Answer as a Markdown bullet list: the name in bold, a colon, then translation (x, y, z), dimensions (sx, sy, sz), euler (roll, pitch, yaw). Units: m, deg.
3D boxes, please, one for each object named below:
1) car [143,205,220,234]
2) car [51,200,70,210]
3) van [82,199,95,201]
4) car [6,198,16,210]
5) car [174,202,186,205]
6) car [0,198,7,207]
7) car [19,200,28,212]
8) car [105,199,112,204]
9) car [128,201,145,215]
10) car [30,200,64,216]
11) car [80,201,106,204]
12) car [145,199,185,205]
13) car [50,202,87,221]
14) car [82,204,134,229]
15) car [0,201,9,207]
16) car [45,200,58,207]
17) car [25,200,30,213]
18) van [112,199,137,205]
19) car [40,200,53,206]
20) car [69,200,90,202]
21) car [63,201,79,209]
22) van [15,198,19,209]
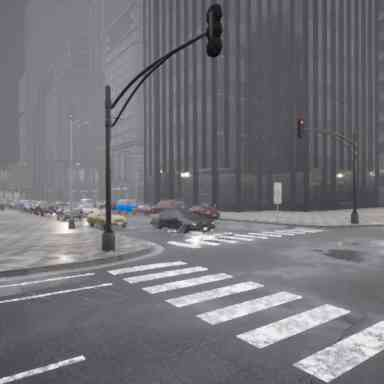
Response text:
- **car**: translation (-0.798, 1.776, 21.359), dimensions (2.033, 1.411, 5.357), euler (0, -1, -36)
- **car**: translation (-23.018, 2.270, 57.971), dimensions (1.882, 1.535, 5.008), euler (0, -1, -35)
- **van**: translation (-17.040, 2.036, 54.360), dimensions (1.690, 1.788, 3.998), euler (-1, 0, -35)
- **car**: translation (-31.913, 2.354, 60.529), dimensions (1.967, 1.590, 4.097), euler (-1, 0, -35)
- **car**: translation (0.597, 1.826, 29.446), dimensions (1.887, 1.381, 4.507), euler (-1, 0, -35)
- **car**: translation (-41.246, 2.667, 73.687), dimensions (1.887, 1.381, 4.507), euler (-1, 0, -35)
- **car**: translation (-23.328, 2.157, 48.429), dimensions (1.967, 1.590, 4.097), euler (-1, 0, -35)
- **car**: translation (-11.163, 1.873, 46.055), dimensions (2.192, 1.841, 5.009), euler (-1, 0, -35)
- **car**: translation (-5.279, 2.002, 37.750), dimensions (1.802, 1.307, 4.206), euler (-1, 0, -35)
- **car**: translation (-17.677, 1.900, 40.460), dimensions (2.192, 1.841, 5.009), euler (-1, 0, -35)
- **car**: translation (-11.196, 1.998, 35.954), dimensions (1.812, 1.442, 4.674), euler (0, -1, -35)
- **car**: translation (-2.347, 1.666, 33.598), dimensions (2.192, 1.841, 5.009), euler (-1, 0, -35)
- **car**: translation (-12.018, 2.003, 32.490), dimensions (2.008, 1.369, 4.403), euler (-1, 0, -35)
- **car**: translation (-6.266, 1.842, 24.382), dimensions (1.752, 1.417, 4.829), euler (-1, 0, -35)
- **car**: translation (-44.356, 2.772, 78.073), dimensions (1.802, 1.307, 4.206), euler (-1, 0, -35)
- **car**: translation (-31.686, 2.594, 74.947), dimensions (1.947, 1.339, 4.313), euler (-1, 0, -35)
- **car**: translation (-20.499, 2.196, 44.444), dimensions (1.887, 1.381, 4.507), euler (-1, 0, -35)
- **van**: translation (-8.224, 1.831, 41.903), dimensions (1.690, 1.788, 3.998), euler (-1, 0, -35)
- **car**: translation (-34.697, 2.660, 79.191), dimensions (1.947, 1.339, 4.313), euler (-1, 0, -35)
- **car**: translation (-17.035, 2.256, 49.589), dimensions (1.895, 1.301, 4.718), euler (0, -1, -35)
- **car**: translation (-22.656, 2.406, 62.219), dimensions (1.802, 1.307, 4.206), euler (-1, 0, -35)
- **van**: translation (-26.158, 2.123, 52.414), dimensions (1.690, 1.788, 3.998), euler (-1, 0, -35)
